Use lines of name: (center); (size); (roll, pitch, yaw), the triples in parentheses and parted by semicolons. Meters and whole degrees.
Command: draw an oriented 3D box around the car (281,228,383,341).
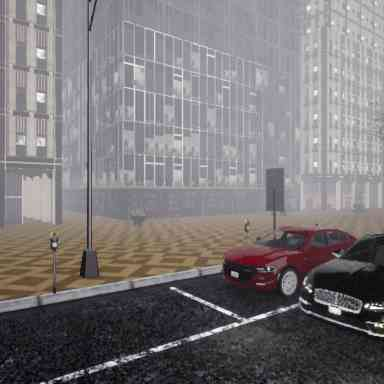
car: (4.068, 1.507, 6.289); (4.892, 1.490, 1.837); (1, 0, -36)

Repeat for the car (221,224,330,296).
car: (2.758, 1.545, 8.538); (4.507, 1.381, 1.887); (0, 0, -36)
